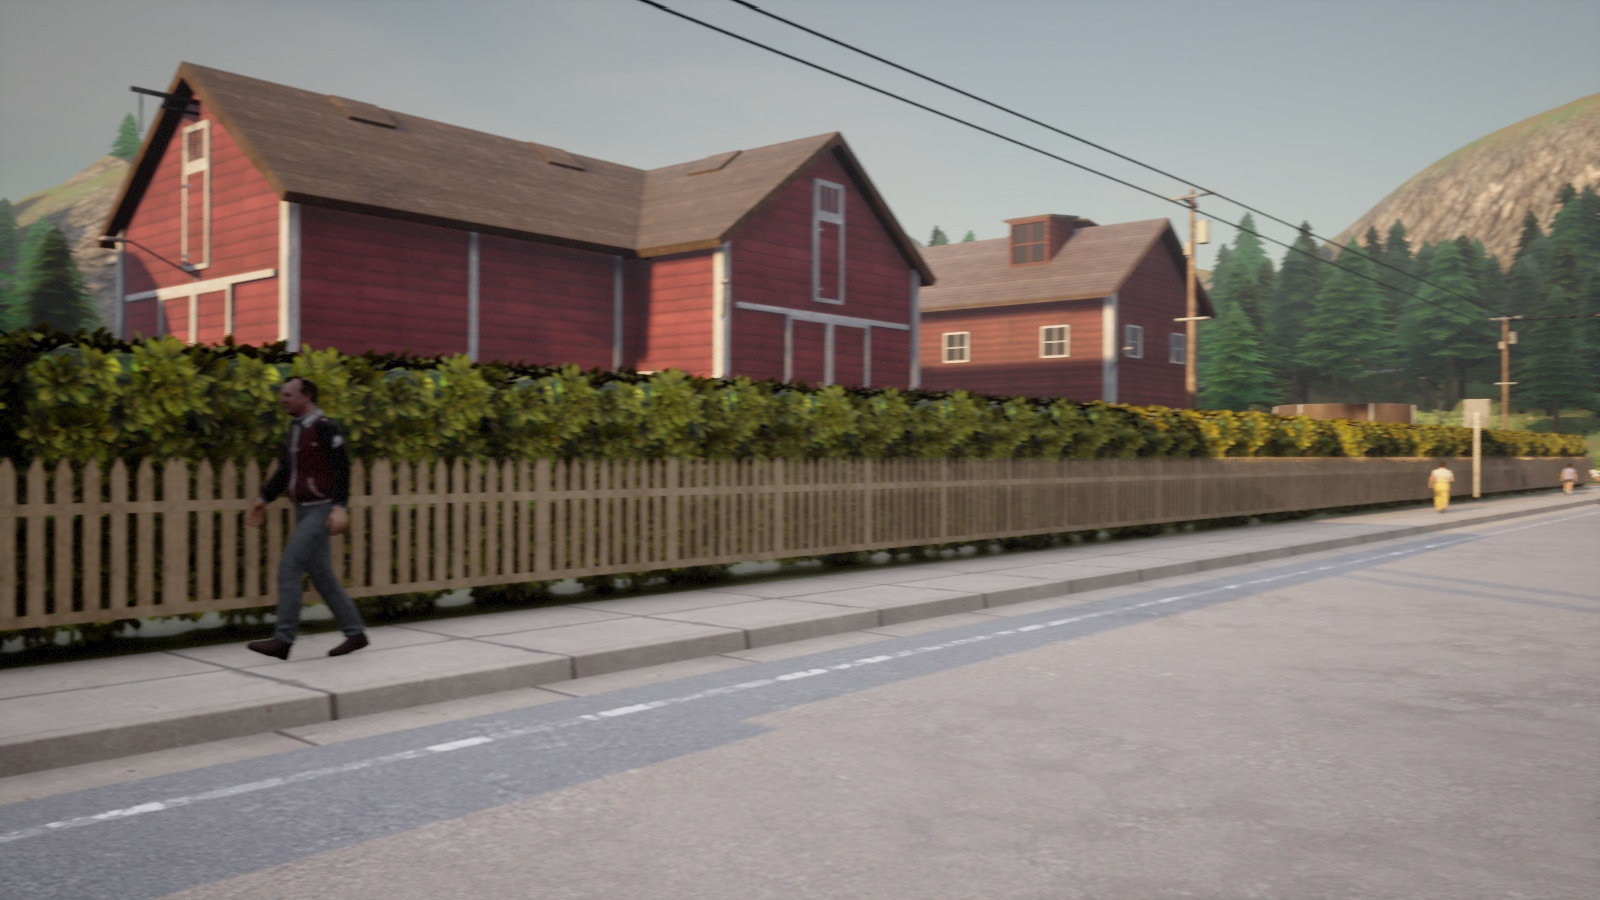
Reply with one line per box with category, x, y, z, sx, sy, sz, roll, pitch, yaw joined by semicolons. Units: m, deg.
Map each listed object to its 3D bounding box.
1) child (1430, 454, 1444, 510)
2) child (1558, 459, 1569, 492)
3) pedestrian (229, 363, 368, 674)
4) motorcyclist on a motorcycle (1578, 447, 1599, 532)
child;14.618;0.726;28.819;0.270;1.263;0.437;0;0;31
child;25.684;0.849;42.236;0.255;1.110;0.394;0;0;40
pedestrian;-3.139;0.409;7.874;0.720;1.854;0.376;0;0;-44
motorcyclist on a motorcycle;15.604;0.737;24.120;0.866;1.590;1.817;0;0;40
